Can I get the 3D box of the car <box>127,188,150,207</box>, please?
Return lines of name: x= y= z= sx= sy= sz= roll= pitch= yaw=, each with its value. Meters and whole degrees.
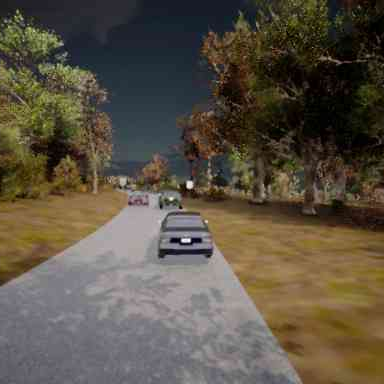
car: x=-5.181 y=0.686 z=32.660 sx=1.994 sy=1.385 sz=4.181 roll=2 pitch=2 yaw=-8

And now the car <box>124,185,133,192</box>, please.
car: x=-13.649 y=-0.769 z=72.371 sx=1.994 sy=1.385 sz=4.181 roll=2 pitch=1 yaw=-16

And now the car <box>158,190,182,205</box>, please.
car: x=-2.155 y=0.587 z=32.250 sx=2.097 sy=1.767 sz=4.553 roll=1 pitch=2 yaw=-7

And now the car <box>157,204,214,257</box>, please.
car: x=-0.307 y=1.436 z=12.392 sx=2.033 sy=1.411 sz=5.357 roll=0 pitch=1 yaw=-3
